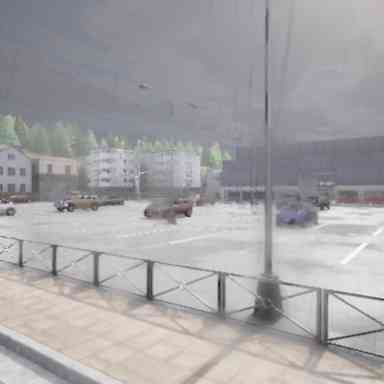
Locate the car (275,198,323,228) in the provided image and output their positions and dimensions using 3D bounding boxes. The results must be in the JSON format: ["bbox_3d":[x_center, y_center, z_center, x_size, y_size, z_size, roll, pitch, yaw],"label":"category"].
[{"bbox_3d":[6.375,1.304,20.256,1.845,1.501,3.633,0,0,35],"label":"car"}]

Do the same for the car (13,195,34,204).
[{"bbox_3d":[-28.553,1.157,54.579,1.882,1.535,5.008,0,0,35],"label":"car"}]

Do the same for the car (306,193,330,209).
[{"bbox_3d":[14.106,1.073,37.500,1.932,1.855,4.605,0,0,35],"label":"car"}]

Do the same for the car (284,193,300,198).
[{"bbox_3d":[11.493,1.046,38.836,1.905,1.878,3.866,0,0,35],"label":"car"}]

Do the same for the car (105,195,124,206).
[{"bbox_3d":[-11.454,1.213,45.981,2.007,1.523,4.514,0,0,35],"label":"car"}]

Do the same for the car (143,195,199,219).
[{"bbox_3d":[-1.770,1.259,26.045,2.007,1.523,4.514,0,0,35],"label":"car"}]

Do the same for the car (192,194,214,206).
[{"bbox_3d":[1.033,1.092,46.204,2.152,1.636,5.027,0,0,35],"label":"car"}]

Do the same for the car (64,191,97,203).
[{"bbox_3d":[-20.181,0.909,60.341,2.150,2.045,5.566,0,0,35],"label":"car"}]

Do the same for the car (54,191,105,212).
[{"bbox_3d":[-11.544,1.029,33.799,1.932,1.855,4.605,0,0,35],"label":"car"}]

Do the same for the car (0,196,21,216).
[{"bbox_3d":[-16.396,1.293,26.846,1.970,1.475,3.806,0,0,35],"label":"car"}]
